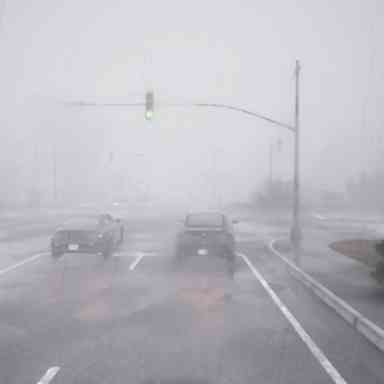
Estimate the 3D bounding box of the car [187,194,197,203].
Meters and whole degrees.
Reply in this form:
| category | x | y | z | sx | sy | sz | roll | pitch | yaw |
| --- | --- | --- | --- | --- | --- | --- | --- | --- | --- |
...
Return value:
| category | x | y | z | sx | sy | sz | roll | pitch | yaw |
| --- | --- | --- | --- | --- | --- | --- | --- | --- | --- |
| car | 0.019 | 1.440 | 73.940 | 2.150 | 2.045 | 5.566 | 0 | -2 | 0 |

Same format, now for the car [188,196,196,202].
| category | x | y | z | sx | sy | sz | roll | pitch | yaw |
| --- | --- | --- | --- | --- | --- | --- | --- | --- | --- |
| car | 0.022 | 1.867 | 84.341 | 1.882 | 1.535 | 5.008 | 0 | -2 | 0 |

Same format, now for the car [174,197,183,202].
| category | x | y | z | sx | sy | sz | roll | pitch | yaw |
| --- | --- | --- | --- | --- | --- | --- | --- | --- | --- |
| car | -3.478 | 1.929 | 84.340 | 2.033 | 1.411 | 5.357 | 0 | -2 | 0 |

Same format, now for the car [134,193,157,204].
| category | x | y | z | sx | sy | sz | roll | pitch | yaw |
| --- | --- | --- | --- | --- | --- | --- | --- | --- | --- |
| car | -7.060 | 0.877 | 50.648 | 2.097 | 1.767 | 4.553 | 0 | -1 | 0 |

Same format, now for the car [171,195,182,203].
| category | x | y | z | sx | sy | sz | roll | pitch | yaw |
| --- | --- | --- | --- | --- | --- | --- | --- | --- | --- |
| car | -3.480 | 1.583 | 74.293 | 2.097 | 1.767 | 4.553 | 0 | -2 | 0 |

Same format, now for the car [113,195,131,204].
| category | x | y | z | sx | sy | sz | roll | pitch | yaw |
| --- | --- | --- | --- | --- | --- | --- | --- | --- | --- |
| car | -10.560 | 1.087 | 50.503 | 1.994 | 1.385 | 4.181 | 0 | -1 | 0 |

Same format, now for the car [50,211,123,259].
| category | x | y | z | sx | sy | sz | roll | pitch | yaw |
| --- | --- | --- | --- | --- | --- | --- | --- | --- | --- |
| car | -3.688 | 1.439 | 12.234 | 1.812 | 1.442 | 4.674 | 0 | 1 | -4 |

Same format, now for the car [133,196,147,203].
| category | x | y | z | sx | sy | sz | roll | pitch | yaw |
| --- | --- | --- | --- | --- | --- | --- | --- | --- | --- |
| car | -10.482 | 1.553 | 67.091 | 2.033 | 1.411 | 5.357 | 0 | -2 | 0 |

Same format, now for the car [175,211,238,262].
| category | x | y | z | sx | sy | sz | roll | pitch | yaw |
| --- | --- | --- | --- | --- | --- | --- | --- | --- | --- |
| car | 0.569 | 1.423 | 11.853 | 1.837 | 1.490 | 4.892 | 0 | 1 | 6 |

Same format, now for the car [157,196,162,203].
| category | x | y | z | sx | sy | sz | roll | pitch | yaw |
| --- | --- | --- | --- | --- | --- | --- | --- | --- | --- |
| car | -6.994 | 1.472 | 65.879 | 1.837 | 1.490 | 4.892 | 0 | -2 | 0 |
